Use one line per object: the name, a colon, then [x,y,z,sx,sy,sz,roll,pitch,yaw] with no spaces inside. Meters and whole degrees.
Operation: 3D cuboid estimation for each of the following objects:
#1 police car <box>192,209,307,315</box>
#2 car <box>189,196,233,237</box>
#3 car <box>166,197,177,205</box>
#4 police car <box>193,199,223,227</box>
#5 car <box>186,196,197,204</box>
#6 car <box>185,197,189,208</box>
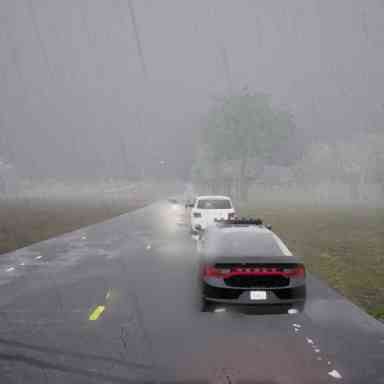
police car: [1.041,1.421,7.820,1.930,1.638,5.238,0,0,0]
car: [1.029,1.213,17.740,2.150,2.045,5.566,0,0,0]
car: [-3.574,1.492,58.153,1.895,1.301,4.718,0,0,0]
police car: [1.021,1.408,23.822,1.930,1.638,5.238,0,0,0]
car: [-0.075,1.483,60.439,1.895,1.301,4.718,0,0,0]
car: [-0.015,1.481,45.582,2.033,1.411,5.357,0,0,1]
